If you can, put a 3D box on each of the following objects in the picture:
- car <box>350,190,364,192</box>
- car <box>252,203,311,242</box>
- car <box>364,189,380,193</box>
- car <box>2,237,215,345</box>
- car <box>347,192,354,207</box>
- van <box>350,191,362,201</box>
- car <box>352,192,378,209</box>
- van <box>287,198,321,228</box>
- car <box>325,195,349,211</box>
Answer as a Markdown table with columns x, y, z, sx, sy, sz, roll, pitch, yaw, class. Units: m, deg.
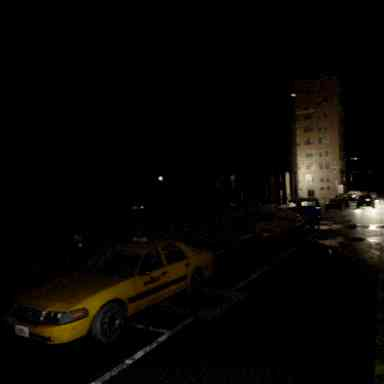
| x | y | z | sx | sy | sz | roll | pitch | yaw | class |
| --- | --- | --- | --- | --- | --- | --- | --- | --- | --- |
| 29.638 | 0.768 | 60.866 | 2.192 | 1.841 | 5.009 | -2 | -1 | 30 | car |
| 4.414 | 1.534 | 16.625 | 1.752 | 1.417 | 4.829 | -3 | -1 | 30 | car |
| 36.498 | 0.734 | 67.115 | 2.128 | 1.511 | 4.902 | -2 | -1 | 30 | car |
| -1.196 | 1.640 | 6.802 | 1.752 | 1.417 | 4.829 | -3 | -1 | 31 | car |
| 18.468 | 1.148 | 41.270 | 1.967 | 1.590 | 4.097 | -2 | -1 | 30 | car |
| 32.433 | 0.728 | 65.766 | 1.690 | 1.788 | 3.998 | -2 | -1 | 30 | van |
| 19.975 | 1.133 | 38.251 | 1.837 | 1.490 | 4.892 | -2 | -1 | 30 | car |
| 7.287 | 1.293 | 21.675 | 1.690 | 1.788 | 3.998 | -3 | -1 | 30 | van |
| 15.679 | 1.353 | 36.368 | 1.802 | 1.307 | 4.206 | -2 | -1 | 30 | car |
